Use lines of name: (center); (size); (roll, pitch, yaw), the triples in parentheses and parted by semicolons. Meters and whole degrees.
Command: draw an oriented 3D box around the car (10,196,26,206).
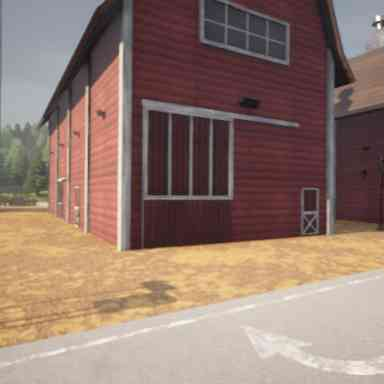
car: (-26.033, 1.304, 49.746); (1.994, 1.381, 4.181); (1, 0, -29)
